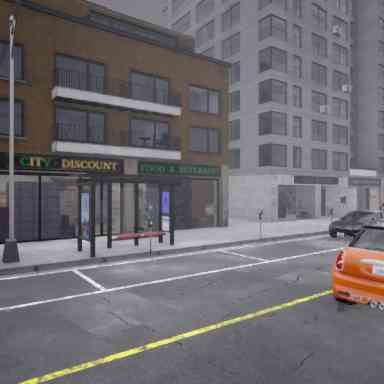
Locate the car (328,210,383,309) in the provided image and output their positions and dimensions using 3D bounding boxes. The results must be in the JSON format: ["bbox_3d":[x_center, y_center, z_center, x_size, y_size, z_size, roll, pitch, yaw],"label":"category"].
[{"bbox_3d":[4.924,1.352,6.826,4.553,1.767,2.097,0,0,-35],"label":"car"}]
